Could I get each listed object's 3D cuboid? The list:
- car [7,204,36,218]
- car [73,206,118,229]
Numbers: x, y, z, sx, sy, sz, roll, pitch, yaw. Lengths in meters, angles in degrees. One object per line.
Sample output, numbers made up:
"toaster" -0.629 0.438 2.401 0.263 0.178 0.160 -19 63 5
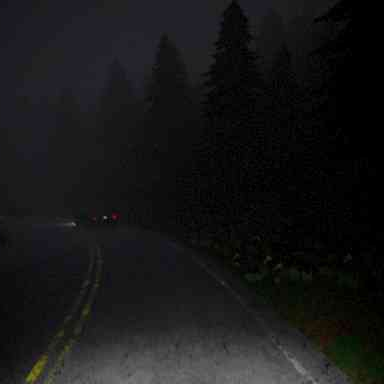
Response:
"car" -19.566 2.125 38.005 1.882 1.535 5.008 -5 1 -44
"car" -6.858 1.713 23.298 2.033 1.411 5.357 -3 1 -32
